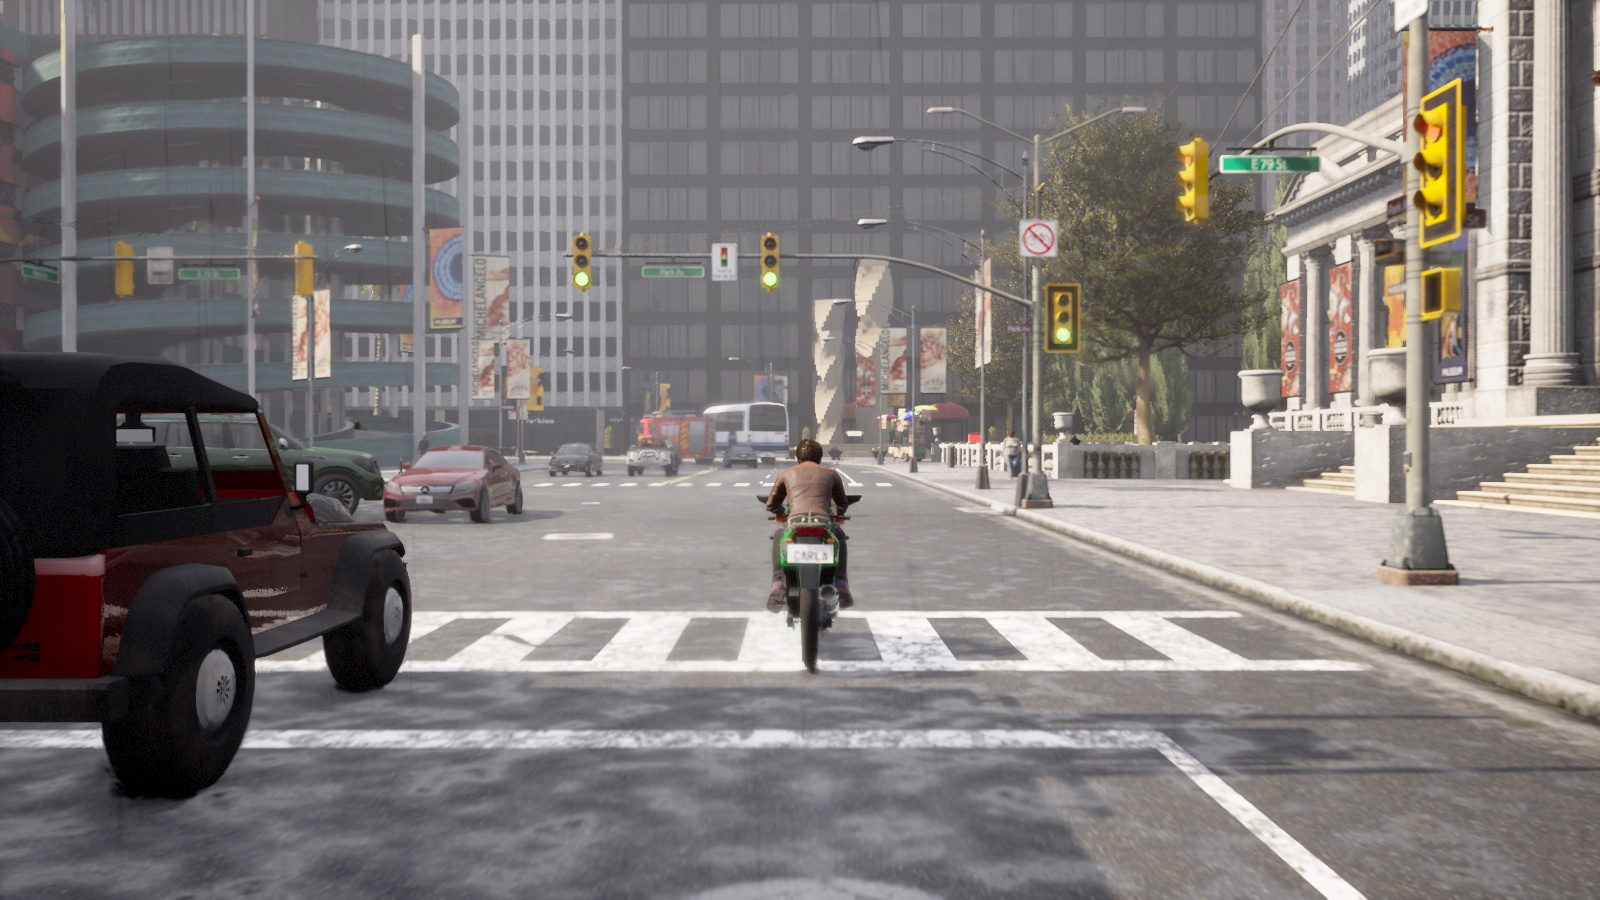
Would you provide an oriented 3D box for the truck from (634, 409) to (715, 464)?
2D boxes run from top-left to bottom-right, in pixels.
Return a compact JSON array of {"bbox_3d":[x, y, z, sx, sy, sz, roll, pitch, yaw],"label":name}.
[{"bbox_3d":[-9.270,-0.947,91.731,2.891,3.827,8.468,0,0,-28],"label":"truck"}]

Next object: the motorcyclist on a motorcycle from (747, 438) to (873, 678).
[{"bbox_3d":[0.066,0.678,8.974,0.797,1.523,2.044,0,0,0],"label":"motorcyclist on a motorcycle"}]

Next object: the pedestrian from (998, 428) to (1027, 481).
[{"bbox_3d":[7.475,0.158,44.226,0.874,1.855,0.900,0,0,1],"label":"pedestrian"}]

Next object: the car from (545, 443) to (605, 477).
[{"bbox_3d":[-10.166,0.418,57.143,1.837,1.490,4.892,0,0,0],"label":"car"}]

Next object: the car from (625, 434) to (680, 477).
[{"bbox_3d":[-6.665,0.233,57.208,1.932,1.855,4.605,0,0,0],"label":"car"}]

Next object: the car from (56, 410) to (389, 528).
[{"bbox_3d":[-10.943,0.320,24.084,5.566,2.045,2.150,0,0,-27],"label":"car"}]

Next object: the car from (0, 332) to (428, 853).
[{"bbox_3d":[-3.448,0.503,6.460,1.905,1.878,3.866,0,0,0],"label":"car"}]

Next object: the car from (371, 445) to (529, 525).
[{"bbox_3d":[-6.843,0.624,25.078,1.812,1.442,4.674,0,0,0],"label":"car"}]

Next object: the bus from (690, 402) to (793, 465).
[{"bbox_3d":[-4.381,-1.146,90.207,3.944,4.253,10.273,0,0,-24],"label":"bus"}]

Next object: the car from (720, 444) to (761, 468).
[{"bbox_3d":[-3.677,0.356,76.561,2.033,1.411,5.357,0,0,-7],"label":"car"}]
